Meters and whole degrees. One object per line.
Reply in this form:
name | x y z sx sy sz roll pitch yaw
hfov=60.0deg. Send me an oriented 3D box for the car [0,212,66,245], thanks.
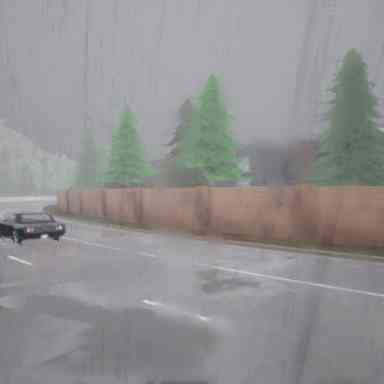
car | -7.895 1.626 15.943 1.895 1.301 4.718 0 0 -44
